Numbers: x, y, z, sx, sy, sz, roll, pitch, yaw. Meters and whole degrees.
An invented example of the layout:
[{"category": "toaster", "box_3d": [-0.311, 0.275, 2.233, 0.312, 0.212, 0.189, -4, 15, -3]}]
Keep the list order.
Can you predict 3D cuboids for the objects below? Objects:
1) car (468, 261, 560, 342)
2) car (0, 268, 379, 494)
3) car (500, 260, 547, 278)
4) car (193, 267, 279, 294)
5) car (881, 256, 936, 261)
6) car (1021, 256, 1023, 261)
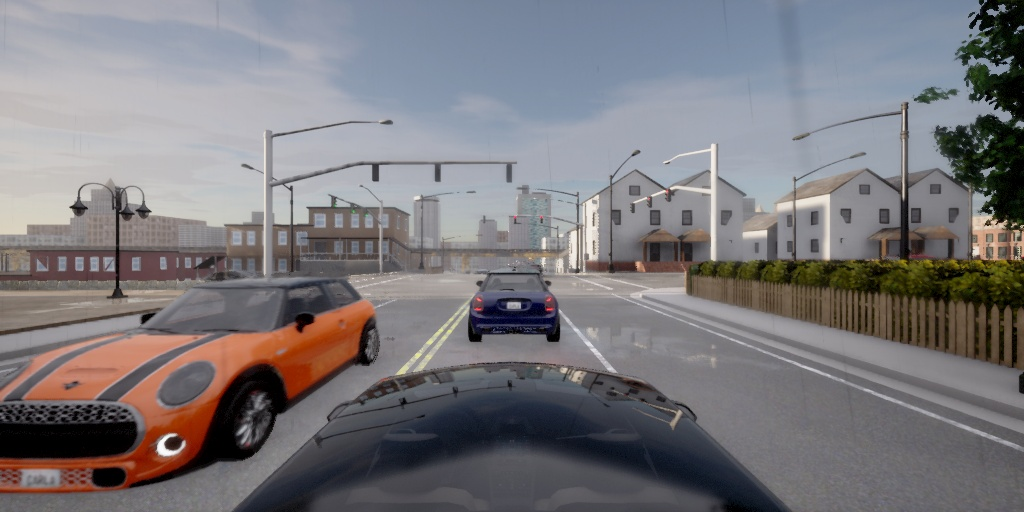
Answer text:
[{"category": "car", "box_3d": [0.056, 1.102, 9.967, 2.097, 1.767, 4.553, 0, 0, 0]}, {"category": "car", "box_3d": [-3.598, 1.102, 4.979, 2.097, 1.767, 4.553, 0, 0, 0]}, {"category": "car", "box_3d": [1.062, 1.218, 35.450, 2.128, 1.511, 4.902, 0, 0, -35]}, {"category": "car", "box_3d": [-20.506, 1.789, 26.777, 4.892, 1.490, 1.837, -5, 0, -1]}, {"category": "car", "box_3d": [33.872, 0.973, 31.347, 5.566, 2.045, 2.150, 0, 0, -1]}, {"category": "car", "box_3d": [42.787, 0.971, 27.795, 5.566, 2.045, 2.150, 0, 0, -1]}]
